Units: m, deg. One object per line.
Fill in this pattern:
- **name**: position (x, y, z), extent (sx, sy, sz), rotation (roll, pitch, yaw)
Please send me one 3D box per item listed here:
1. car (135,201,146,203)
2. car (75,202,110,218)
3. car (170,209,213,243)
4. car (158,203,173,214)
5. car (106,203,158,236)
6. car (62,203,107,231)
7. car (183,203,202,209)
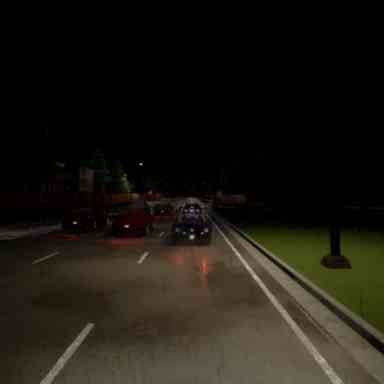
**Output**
- **car**: position (-6.811, 1.931, 43.986), extent (1.812, 1.442, 4.674), rotation (0, 0, 1)
- **car**: position (-10.397, 1.871, 35.103), extent (2.033, 1.411, 5.357), rotation (0, -1, 0)
- **car**: position (0.003, 1.759, 17.104), extent (1.895, 1.301, 4.718), rotation (0, -1, 0)
- **car**: position (-3.353, 1.976, 40.753), extent (1.895, 1.301, 4.718), rotation (0, -1, 1)
- **car**: position (-3.405, 1.661, 19.849), extent (1.882, 1.535, 5.008), rotation (0, 0, 0)
- **car**: position (-6.906, 1.681, 22.084), extent (1.882, 1.535, 5.008), rotation (0, 0, 0)
- **car**: position (0.034, 1.868, 34.743), extent (2.033, 1.411, 5.357), rotation (0, -1, 1)
